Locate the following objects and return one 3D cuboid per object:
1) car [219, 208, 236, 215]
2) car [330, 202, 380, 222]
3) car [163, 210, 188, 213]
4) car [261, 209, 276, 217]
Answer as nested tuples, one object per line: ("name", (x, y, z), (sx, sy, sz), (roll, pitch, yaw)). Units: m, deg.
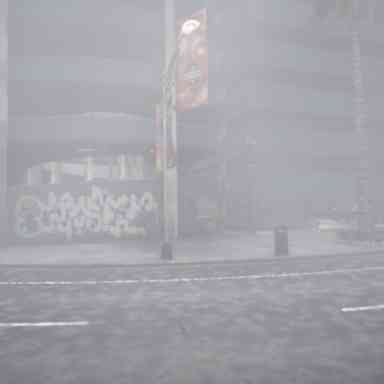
("car", (7.493, 3.787, 64.290), (4.786, 1.482, 2.161), (0, -2, -19))
("car", (17.725, 2.123, 36.026), (5.566, 2.045, 2.435), (0, -2, -19))
("car", (-2.687, 3.569, 56.410), (4.674, 1.452, 2.002), (0, -2, -19))
("car", (10.895, 3.346, 53.200), (4.718, 1.301, 1.895), (0, -2, -19))
